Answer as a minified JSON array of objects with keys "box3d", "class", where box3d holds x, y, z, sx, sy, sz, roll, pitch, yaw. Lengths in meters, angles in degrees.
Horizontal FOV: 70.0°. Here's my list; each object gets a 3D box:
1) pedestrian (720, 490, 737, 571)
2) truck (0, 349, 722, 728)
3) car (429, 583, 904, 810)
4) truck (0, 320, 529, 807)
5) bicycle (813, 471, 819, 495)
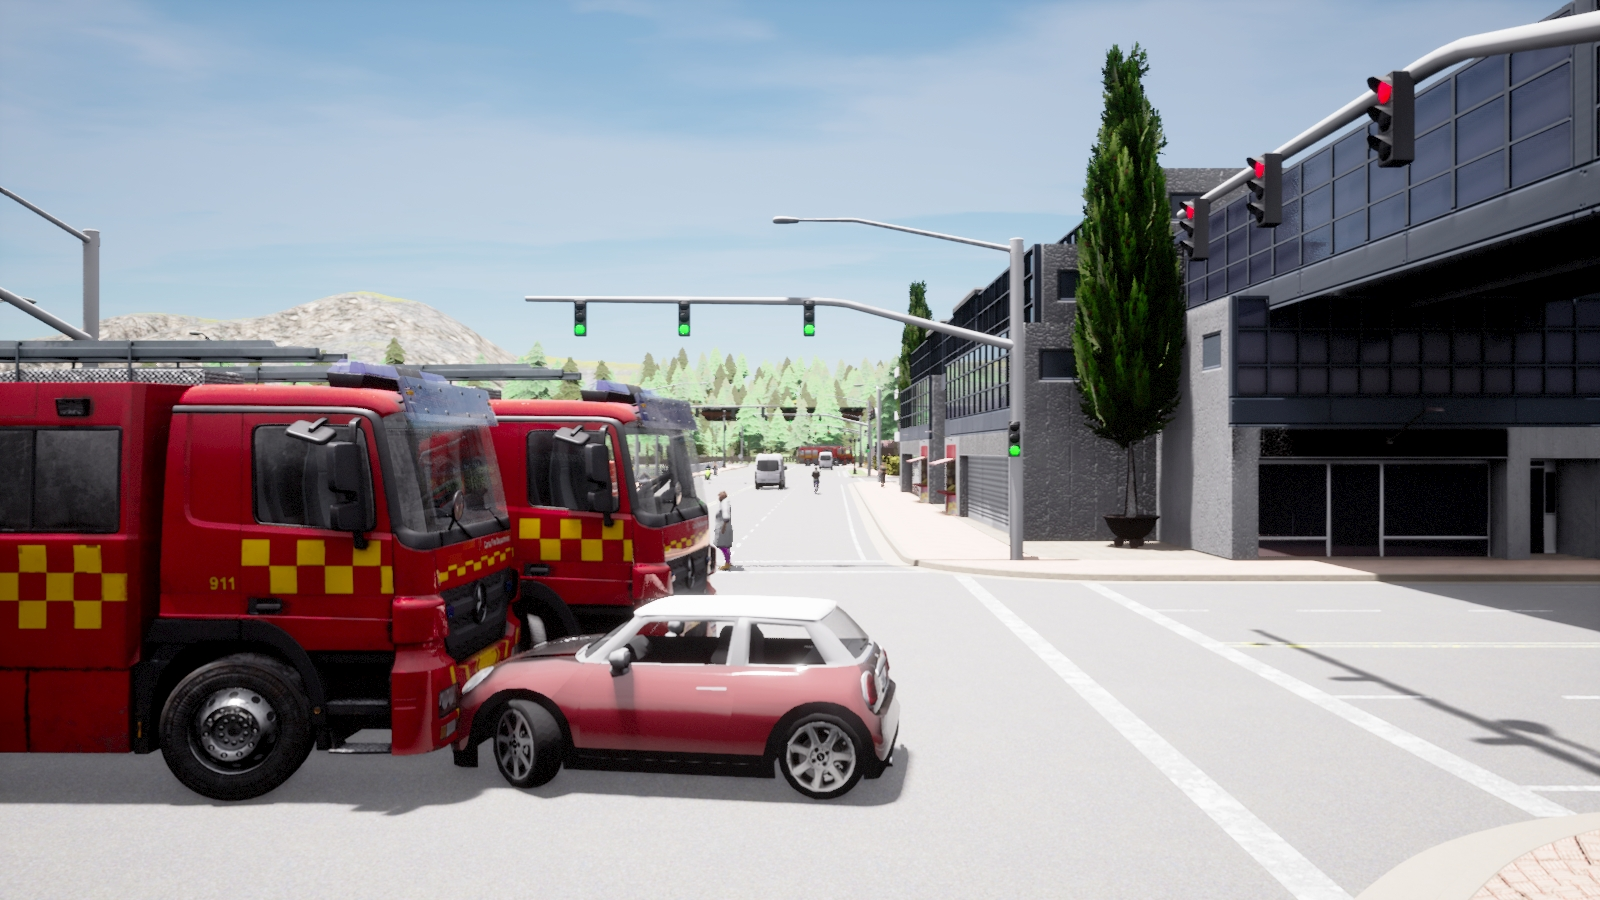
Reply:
[{"box3d":[-1.666,1.857,26.591,0.375,1.860,0.375,0,0,0],"class":"pedestrian"},{"box3d":[-5.371,0.895,13.549,8.468,3.827,2.891,0,0,8],"class":"truck"},{"box3d":[-1.045,2.068,10.157,3.806,1.475,1.970,0,0,9],"class":"car"},{"box3d":[-7.074,0.894,10.492,8.468,3.827,2.891,0,0,1],"class":"truck"},{"box3d":[1.024,2.082,72.956,0.329,1.471,1.835,0,0,2],"class":"bicycle"}]
